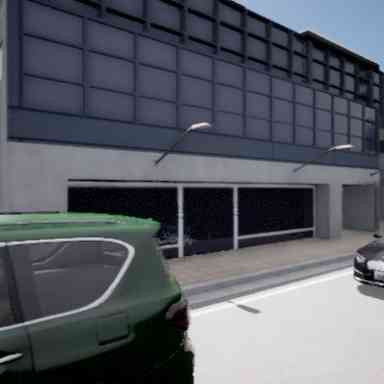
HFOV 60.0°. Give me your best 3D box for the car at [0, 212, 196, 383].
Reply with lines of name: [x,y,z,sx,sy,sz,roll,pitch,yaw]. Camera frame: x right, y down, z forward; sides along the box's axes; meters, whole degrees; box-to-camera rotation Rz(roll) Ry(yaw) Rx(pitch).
car: [-2.569,1.227,2.161,5.566,2.045,2.150,0,0,-35]

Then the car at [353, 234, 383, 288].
car: [5.902,1.455,8.199,4.902,1.511,2.128,0,0,-36]
